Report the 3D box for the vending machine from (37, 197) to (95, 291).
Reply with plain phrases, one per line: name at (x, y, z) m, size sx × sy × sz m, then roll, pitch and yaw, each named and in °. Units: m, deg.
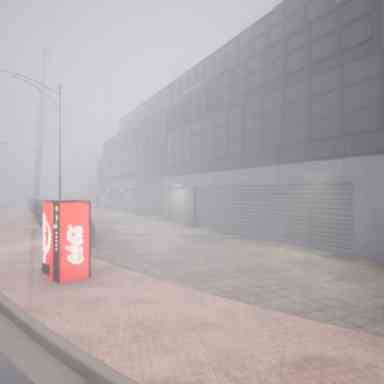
vending machine at (-3.113, 1.194, 8.240) m, size 1.100 × 2.100 × 0.880 m, roll 0°, pitch 0°, yaw -41°
